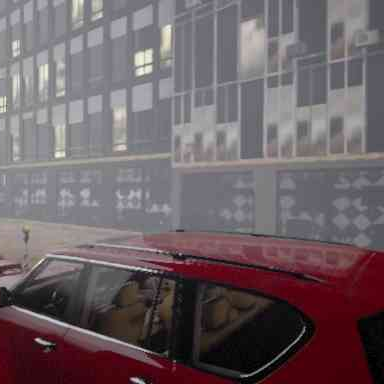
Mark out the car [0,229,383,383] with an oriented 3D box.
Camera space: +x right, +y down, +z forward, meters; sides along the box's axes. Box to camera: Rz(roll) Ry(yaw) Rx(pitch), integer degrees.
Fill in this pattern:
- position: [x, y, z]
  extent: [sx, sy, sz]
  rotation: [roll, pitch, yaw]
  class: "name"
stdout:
- position: [-0.453, 1.312, 3.190]
  extent: [5.009, 1.841, 2.192]
  rotation: [0, 0, 35]
  class: "car"
